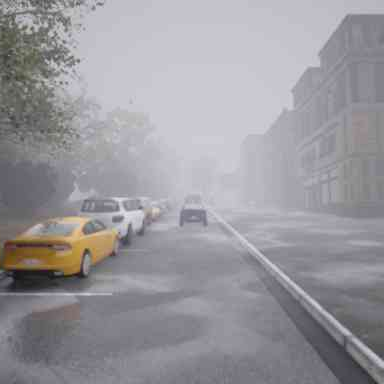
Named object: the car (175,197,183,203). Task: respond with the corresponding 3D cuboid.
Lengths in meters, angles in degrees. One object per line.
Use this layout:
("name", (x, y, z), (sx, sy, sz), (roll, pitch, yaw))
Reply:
("car", (-3.642, 2.294, 93.770), (2.097, 1.535, 5.008), (1, -2, 2))

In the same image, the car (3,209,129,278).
("car", (-3.654, 1.500, 10.253), (2.097, 1.535, 5.008), (0, 0, 2))

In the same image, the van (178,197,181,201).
("van", (-3.653, 1.404, 60.509), (1.878, 1.987, 4.442), (0, 0, 2))

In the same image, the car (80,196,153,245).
("car", (-3.654, 1.259, 15.858), (2.435, 2.045, 5.566), (0, 0, 2))

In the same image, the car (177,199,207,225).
("car", (0.099, 1.526, 24.452), (1.882, 1.535, 5.008), (0, 0, 0))

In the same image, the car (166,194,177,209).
("car", (-3.657, 1.455, 43.649), (2.185, 1.767, 4.553), (0, 0, 2))

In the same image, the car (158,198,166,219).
("car", (-3.648, 1.532, 27.154), (1.946, 1.575, 5.366), (0, 0, 2))

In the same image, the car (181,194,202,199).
("car", (0.098, 1.319, 42.755), (2.150, 2.045, 5.566), (0, 0, 0))

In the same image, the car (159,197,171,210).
("car", (-3.655, 1.549, 32.534), (2.097, 1.535, 5.008), (0, 0, 2))

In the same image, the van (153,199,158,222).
("van", (-3.651, 1.296, 21.516), (1.878, 1.987, 4.442), (0, 0, 2))

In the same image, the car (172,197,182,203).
("car", (-3.640, 1.991, 82.665), (2.163, 1.488, 4.792), (1, -2, 2))

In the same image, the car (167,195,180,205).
("car", (-3.658, 1.520, 65.932), (2.185, 1.767, 4.553), (0, 0, 2))
